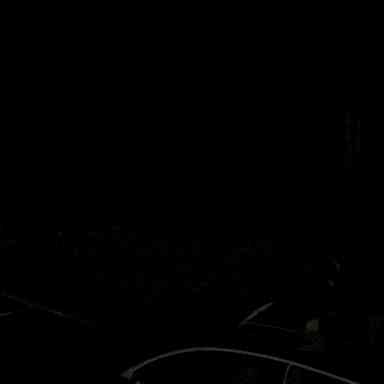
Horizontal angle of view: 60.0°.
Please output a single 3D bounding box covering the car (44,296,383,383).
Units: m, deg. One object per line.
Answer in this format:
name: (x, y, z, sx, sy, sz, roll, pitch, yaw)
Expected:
car: (0.624, 1.557, 2.516, 4.403, 1.369, 2.008, -1, 0, 36)
